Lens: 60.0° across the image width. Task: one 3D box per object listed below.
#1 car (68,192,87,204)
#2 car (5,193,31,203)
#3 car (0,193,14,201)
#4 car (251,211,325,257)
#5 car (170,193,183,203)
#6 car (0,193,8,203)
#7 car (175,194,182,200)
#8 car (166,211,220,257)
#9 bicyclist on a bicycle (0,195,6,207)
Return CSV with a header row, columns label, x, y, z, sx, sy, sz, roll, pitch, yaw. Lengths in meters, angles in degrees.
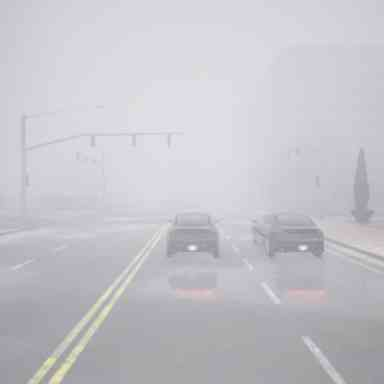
label,x,y,z,sx,sy,sz,roll,pitch,yaw
car,-26.719,1.415,77.537,1.970,1.475,3.806,0,0,0
car,-32.539,1.411,62.455,1.970,1.475,3.806,0,0,0
car,-43.616,1.173,77.505,1.932,1.855,4.605,0,0,0
car,3.543,1.509,12.966,1.837,1.490,4.892,0,0,1
car,-3.508,1.243,72.467,2.150,2.045,5.566,0,0,0
car,-35.434,1.379,62.466,1.784,1.438,3.905,0,0,0
car,-3.510,1.232,88.146,1.837,1.490,4.892,0,0,0
car,0.043,1.509,12.957,1.837,1.490,4.892,0,0,1
bicyclist on a bicycle,-25.336,1.259,44.571,0.582,1.620,1.656,0,0,0
